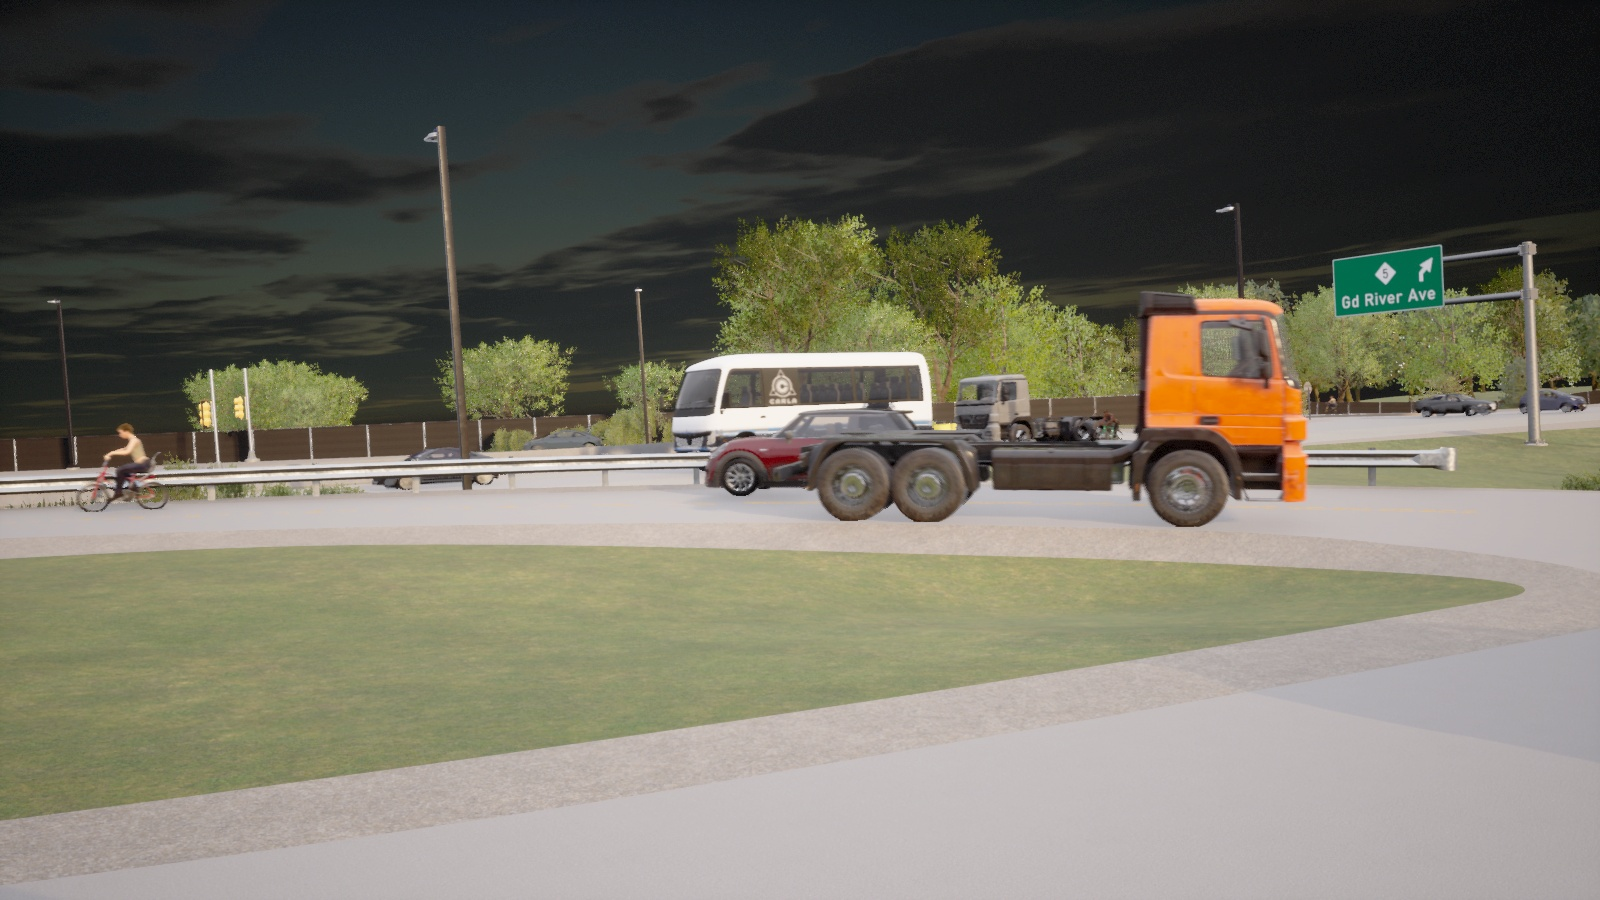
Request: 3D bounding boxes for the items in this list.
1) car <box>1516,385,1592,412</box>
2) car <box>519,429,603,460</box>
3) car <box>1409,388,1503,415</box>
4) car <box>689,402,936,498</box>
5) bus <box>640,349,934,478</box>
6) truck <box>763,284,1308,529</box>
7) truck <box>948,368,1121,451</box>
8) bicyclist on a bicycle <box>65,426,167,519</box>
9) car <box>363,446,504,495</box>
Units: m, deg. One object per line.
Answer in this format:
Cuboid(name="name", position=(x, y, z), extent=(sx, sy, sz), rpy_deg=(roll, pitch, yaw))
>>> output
Cuboid(name="car", position=(47.194, -3.218, 78.645), extent=(1.845, 1.501, 3.633), rpy_deg=(-3, 2, -32))
Cuboid(name="car", position=(-12.572, -0.303, 66.323), extent=(4.181, 1.385, 1.994), rpy_deg=(-2, 2, -7))
Cuboid(name="car", position=(41.931, -3.073, 80.342), extent=(2.128, 1.511, 4.902), rpy_deg=(-4, 2, -33))
Cuboid(name="car", position=(0.305, -0.021, 24.929), extent=(4.553, 1.767, 2.097), rpy_deg=(-1, 3, 12))
Cuboid(name="bus", position=(-0.344, -1.463, 46.950), extent=(10.273, 4.253, 3.944), rpy_deg=(-4, 2, -33))
Cuboid(name="truck", position=(3.649, -0.684, 20.113), extent=(7.936, 3.462, 2.891), rpy_deg=(0, 3, 13))
Cuboid(name="truck", position=(10.972, -1.925, 58.376), extent=(7.936, 3.462, 2.891), rpy_deg=(-4, 2, -33))
Cuboid(name="bicyclist on a bicycle", position=(-12.475, 0.380, 22.960), extent=(1.509, 1.612, 0.866), rpy_deg=(-2, 2, -23))
Cuboid(name="car", position=(-12.607, 0.667, 43.229), extent=(4.181, 1.385, 1.994), rpy_deg=(-4, 2, -33))
